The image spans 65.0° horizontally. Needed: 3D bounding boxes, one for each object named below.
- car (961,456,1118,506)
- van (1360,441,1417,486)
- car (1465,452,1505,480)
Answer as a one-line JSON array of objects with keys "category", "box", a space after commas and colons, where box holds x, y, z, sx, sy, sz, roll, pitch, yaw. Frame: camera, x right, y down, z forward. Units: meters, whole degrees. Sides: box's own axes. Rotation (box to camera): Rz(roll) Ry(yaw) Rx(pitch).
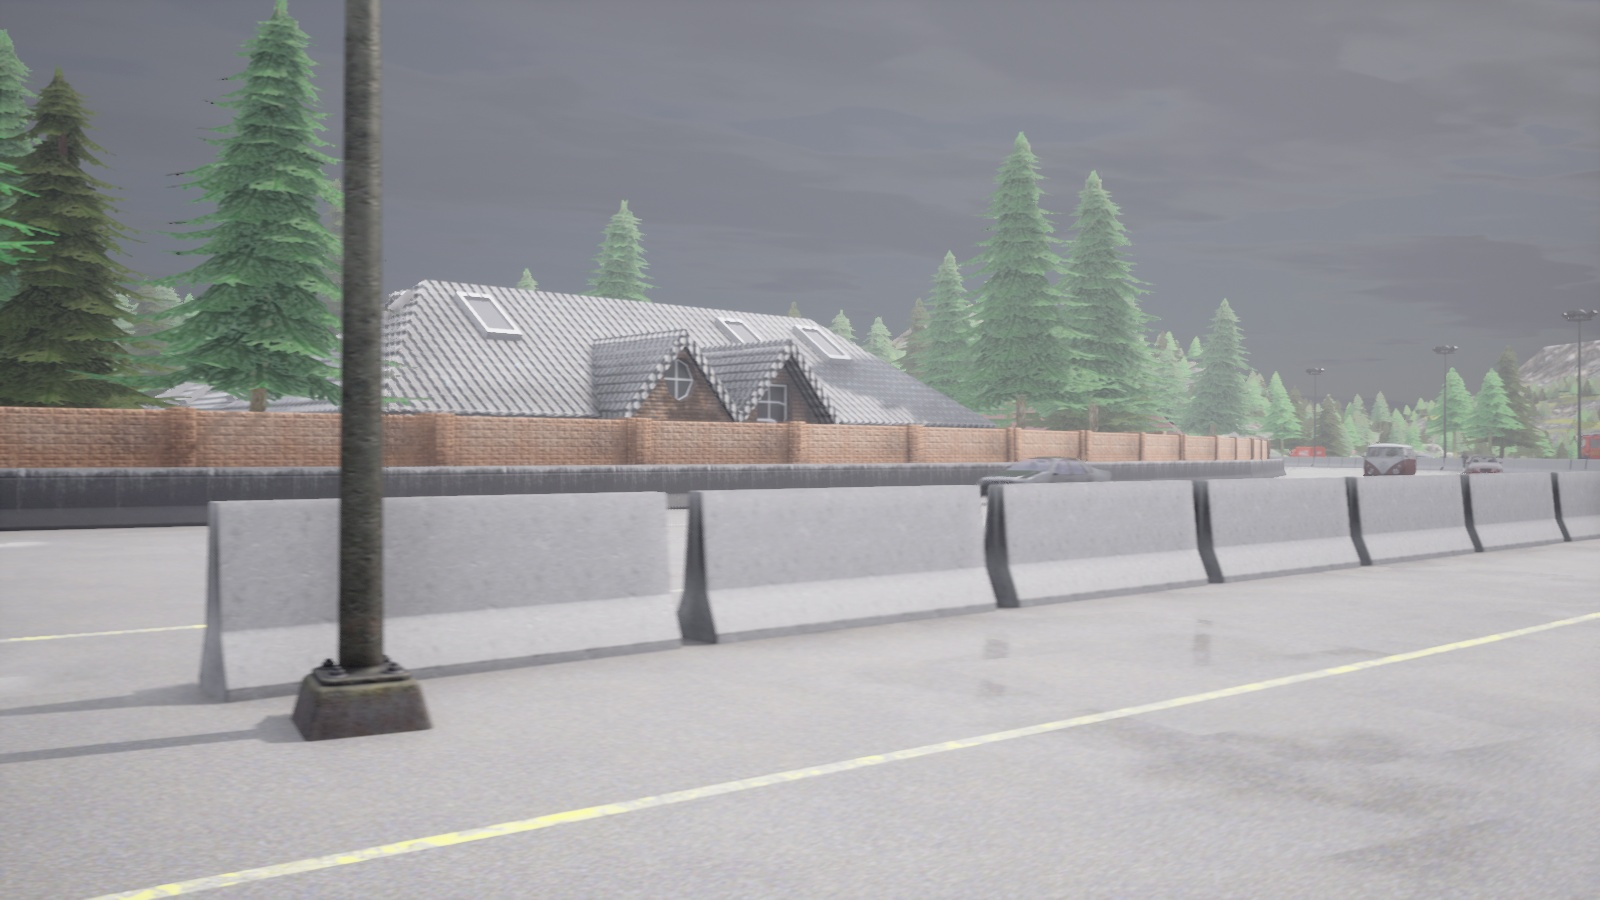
[{"category": "car", "box": [7.296, 0.880, 37.860, 2.033, 1.411, 5.357, 0, 0, 44]}, {"category": "van", "box": [26.795, 0.593, 57.096, 1.775, 1.987, 4.442, 0, 0, 33]}, {"category": "car", "box": [38.263, 0.863, 70.190, 1.816, 1.474, 4.193, 0, 0, 26]}]
